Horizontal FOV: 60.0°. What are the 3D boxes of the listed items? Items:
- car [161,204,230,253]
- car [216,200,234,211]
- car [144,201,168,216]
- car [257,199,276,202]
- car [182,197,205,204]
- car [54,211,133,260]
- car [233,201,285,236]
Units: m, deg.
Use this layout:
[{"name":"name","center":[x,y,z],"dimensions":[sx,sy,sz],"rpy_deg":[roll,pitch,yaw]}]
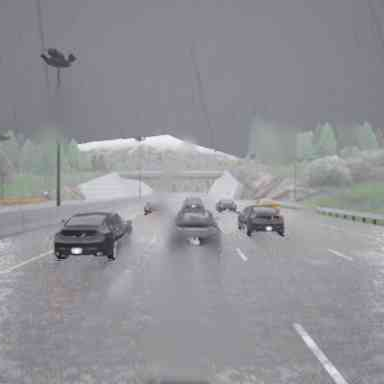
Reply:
[{"name":"car","center":[0.107,1.456,13.473],"dimensions":[2.128,1.511,4.902],"rpy_deg":[0,0,0]},{"name":"car","center":[3.619,1.505,35.990],"dimensions":[1.895,1.301,4.718],"rpy_deg":[0,0,0]},{"name":"car","center":[-3.383,1.516,32.002],"dimensions":[1.895,1.301,4.718],"rpy_deg":[0,0,0]},{"name":"car","center":[7.117,1.391,32.312],"dimensions":[1.882,1.535,5.008],"rpy_deg":[0,0,0]},{"name":"car","center":[0.116,1.269,31.362],"dimensions":[2.097,1.767,4.553],"rpy_deg":[0,0,0]},{"name":"car","center":[-3.393,1.473,12.207],"dimensions":[1.837,1.490,4.892],"rpy_deg":[0,0,0]},{"name":"car","center":[3.610,1.456,17.999],"dimensions":[1.837,1.490,4.892],"rpy_deg":[0,0,0]}]
